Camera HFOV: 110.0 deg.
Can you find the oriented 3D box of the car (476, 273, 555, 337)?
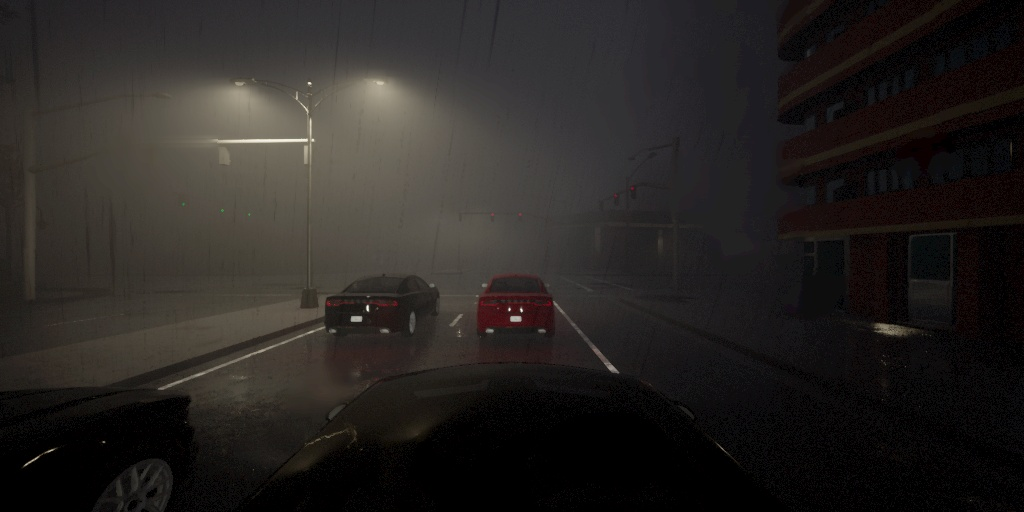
[{"bbox_3d":[0.109,1.228,10.341,1.882,1.535,5.008,0,0,1],"label":"car"}]

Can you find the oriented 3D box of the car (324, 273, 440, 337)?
[{"bbox_3d":[-3.396,1.228,10.327,1.882,1.535,5.008,0,0,0],"label":"car"}]

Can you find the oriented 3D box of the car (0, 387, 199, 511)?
[{"bbox_3d":[-3.408,1.228,0.753,1.882,1.535,5.008,0,0,0],"label":"car"}]
